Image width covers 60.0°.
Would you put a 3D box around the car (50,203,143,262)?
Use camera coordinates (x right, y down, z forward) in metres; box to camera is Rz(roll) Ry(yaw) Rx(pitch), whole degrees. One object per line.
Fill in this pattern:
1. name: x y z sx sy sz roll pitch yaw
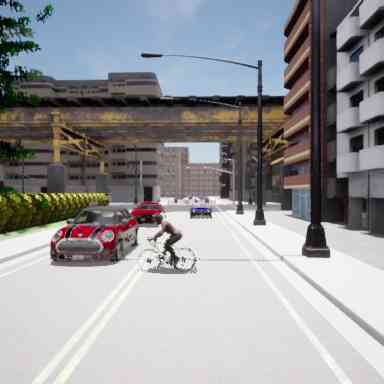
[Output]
1. car: -3.323 1.351 12.115 2.097 1.767 4.553 0 0 1

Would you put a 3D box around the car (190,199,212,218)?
1. car: 0.830 1.600 29.927 1.895 1.301 4.718 0 0 1

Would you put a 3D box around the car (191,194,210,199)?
1. car: 2.086 1.452 62.816 2.038 1.542 4.974 0 0 -19

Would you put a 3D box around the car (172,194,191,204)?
1. car: -2.065 1.452 63.229 2.038 1.542 4.974 0 0 26

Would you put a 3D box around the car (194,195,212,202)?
1. car: 2.069 1.294 62.865 1.853 1.218 4.536 0 0 -19

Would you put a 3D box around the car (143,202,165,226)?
1. car: -3.013 1.477 23.517 1.882 1.535 5.008 0 0 2

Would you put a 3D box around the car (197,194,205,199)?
1. car: 2.398 1.294 89.465 1.853 1.218 4.536 0 0 1

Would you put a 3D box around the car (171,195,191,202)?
1. car: -2.042 1.294 63.276 1.853 1.218 4.536 0 0 26

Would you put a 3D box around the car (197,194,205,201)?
1. car: 2.397 1.451 89.413 2.038 1.542 4.974 0 0 1

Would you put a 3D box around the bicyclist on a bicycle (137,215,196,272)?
1. bicyclist on a bicycle: -0.733 1.451 9.279 1.656 1.620 0.582 -2 0 1
